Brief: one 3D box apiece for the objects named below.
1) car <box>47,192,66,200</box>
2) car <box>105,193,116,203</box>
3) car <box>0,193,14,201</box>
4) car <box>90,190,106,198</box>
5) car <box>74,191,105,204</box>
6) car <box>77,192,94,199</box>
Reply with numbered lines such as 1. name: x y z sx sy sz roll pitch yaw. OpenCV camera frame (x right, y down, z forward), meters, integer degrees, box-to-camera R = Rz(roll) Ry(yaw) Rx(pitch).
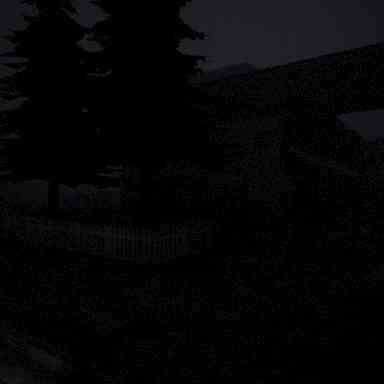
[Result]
1. car: -27.220 0.839 67.015 4.514 1.523 2.007 1 0 36
2. car: -14.638 0.754 53.552 3.866 1.878 1.905 1 0 36
3. car: -33.137 0.860 58.962 3.633 1.501 1.845 1 0 36
4. car: -23.736 0.565 83.953 3.866 1.878 1.905 1 0 36
5. car: -16.016 0.777 50.960 4.605 1.855 1.932 1 0 36
6. car: -26.189 0.844 81.627 3.806 1.475 1.970 1 0 36
